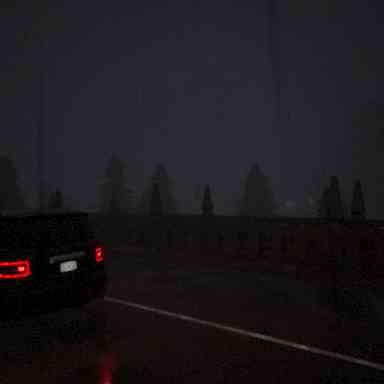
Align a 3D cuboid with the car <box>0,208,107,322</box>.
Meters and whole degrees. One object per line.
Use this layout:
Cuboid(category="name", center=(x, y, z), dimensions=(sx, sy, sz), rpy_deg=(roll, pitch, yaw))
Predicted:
Cuboid(category="car", center=(-4.192, 1.368, 6.980), dimensions=(5.566, 2.045, 2.150), rpy_deg=(-2, -1, 35))
